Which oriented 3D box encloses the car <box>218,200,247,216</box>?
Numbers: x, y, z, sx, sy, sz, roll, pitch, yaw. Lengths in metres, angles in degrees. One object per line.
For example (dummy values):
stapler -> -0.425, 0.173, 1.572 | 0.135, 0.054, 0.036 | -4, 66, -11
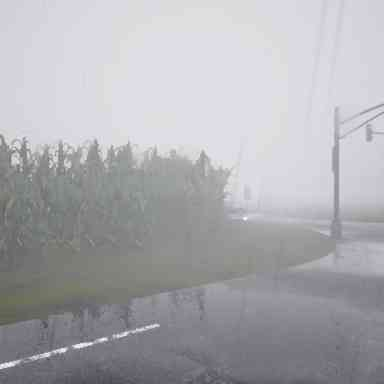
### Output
car -> 3.081, 1.500, 31.919 | 2.033, 1.411, 5.357 | 1, 0, -26
